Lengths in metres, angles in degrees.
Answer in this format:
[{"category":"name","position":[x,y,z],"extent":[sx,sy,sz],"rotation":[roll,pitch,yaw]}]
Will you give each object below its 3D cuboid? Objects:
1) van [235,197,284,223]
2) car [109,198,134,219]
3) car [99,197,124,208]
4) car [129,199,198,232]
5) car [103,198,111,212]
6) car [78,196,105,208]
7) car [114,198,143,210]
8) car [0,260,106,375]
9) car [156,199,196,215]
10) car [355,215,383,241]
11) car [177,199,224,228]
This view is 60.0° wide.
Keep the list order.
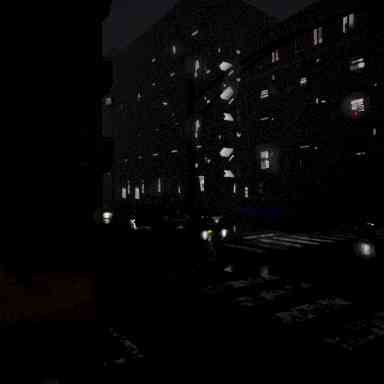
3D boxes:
[{"category":"van","position":[4.975,1.280,24.922],"extent":[1.690,1.788,3.998],"rotation":[0,0,-36]},{"category":"car","position":[-5.350,1.532,29.308],"extent":[1.994,1.385,4.181],"rotation":[-1,0,-37]},{"category":"car","position":[-11.616,1.463,47.858],"extent":[1.887,1.381,4.507],"rotation":[-1,0,-36]},{"category":"car","position":[-1.826,1.441,20.026],"extent":[1.967,1.590,4.097],"rotation":[0,0,-36]},{"category":"car","position":[-11.337,1.439,37.608],"extent":[1.882,1.535,5.008],"rotation":[-1,0,-36]},{"category":"car","position":[-14.261,1.429,47.003],"extent":[2.128,1.511,4.902],"rotation":[-1,0,-36]},{"category":"car","position":[-8.298,1.463,43.271],"extent":[1.887,1.381,4.507],"rotation":[-1,0,-36]},{"category":"car","position":[-3.559,1.525,4.030],"extent":[4.829,1.417,1.752],"rotation":[0,0,-35]},{"category":"car","position":[-1.761,1.450,34.235],"extent":[1.752,1.417,4.829],"rotation":[0,0,-36]},{"category":"car","position":[10.480,1.441,15.734],"extent":[5.008,1.535,1.882],"rotation":[0,2,12]},{"category":"car","position":[0.043,1.473,21.859],"extent":[2.128,1.511,4.902],"rotation":[-1,0,-36]}]
